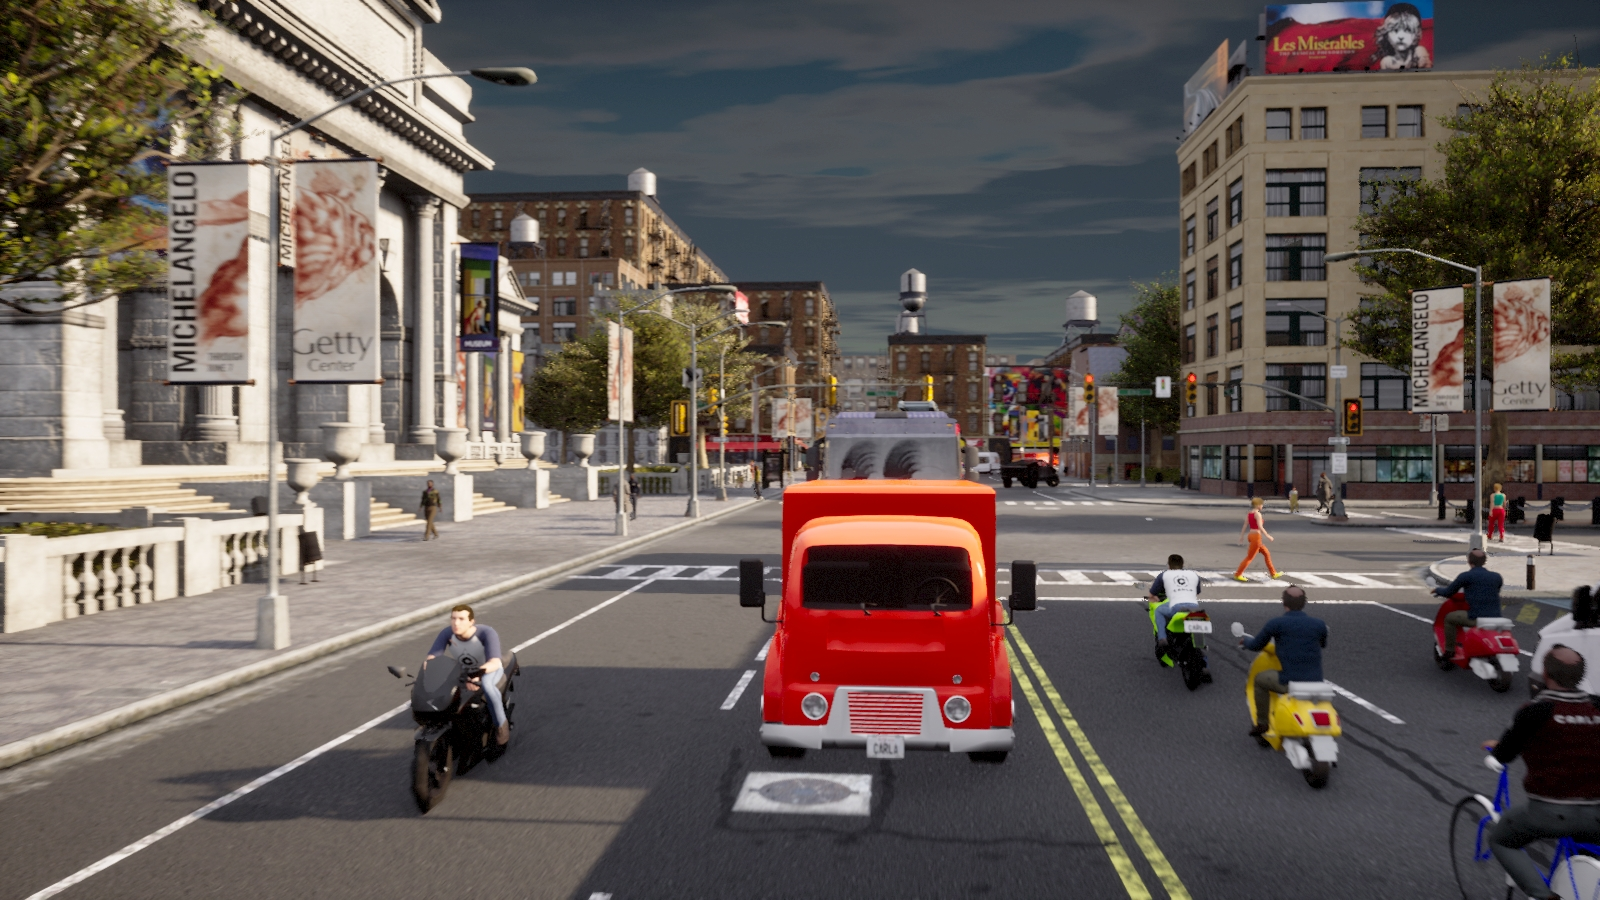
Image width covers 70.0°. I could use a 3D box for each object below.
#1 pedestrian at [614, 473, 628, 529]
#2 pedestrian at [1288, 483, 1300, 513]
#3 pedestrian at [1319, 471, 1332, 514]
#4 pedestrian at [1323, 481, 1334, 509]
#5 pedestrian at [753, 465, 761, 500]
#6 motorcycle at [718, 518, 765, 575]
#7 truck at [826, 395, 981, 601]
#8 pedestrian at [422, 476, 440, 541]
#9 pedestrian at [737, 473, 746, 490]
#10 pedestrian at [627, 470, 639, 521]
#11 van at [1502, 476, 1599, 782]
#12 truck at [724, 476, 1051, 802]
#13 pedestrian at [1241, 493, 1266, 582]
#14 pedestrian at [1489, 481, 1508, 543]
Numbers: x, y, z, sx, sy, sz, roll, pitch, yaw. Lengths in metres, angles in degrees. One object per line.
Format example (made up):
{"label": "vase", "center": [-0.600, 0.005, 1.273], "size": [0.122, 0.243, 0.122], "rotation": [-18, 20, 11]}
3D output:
{"label": "pedestrian", "center": [-5.975, 1.693, 38.102], "size": [0.375, 1.860, 0.375], "rotation": [0, 0, 10]}
{"label": "pedestrian", "center": [21.986, 2.138, 50.869], "size": [0.375, 1.300, 0.375], "rotation": [0, 0, 5]}
{"label": "pedestrian", "center": [23.106, 1.858, 50.245], "size": [0.375, 1.860, 0.375], "rotation": [0, 0, -5]}
{"label": "pedestrian", "center": [24.919, 2.139, 53.916], "size": [0.375, 1.300, 0.375], "rotation": [0, 0, 6]}
{"label": "pedestrian", "center": [-2.278, 1.712, 60.703], "size": [0.375, 1.860, 0.375], "rotation": [0, 0, -15]}
{"label": "motorcycle", "center": [-1.337, 2.213, 26.416], "size": [0.803, 1.145, 2.033], "rotation": [0, 0, 5]}
{"label": "truck", "center": [2.473, 0.891, 25.651], "size": [2.891, 3.827, 8.468], "rotation": [0, 0, 7]}
{"label": "pedestrian", "center": [-10.661, 1.691, 32.995], "size": [0.375, 1.860, 0.375], "rotation": [0, 0, 5]}
{"label": "pedestrian", "center": [-3.865, 2.074, 75.720], "size": [0.500, 1.100, 0.500], "rotation": [0, 0, 10]}
{"label": "pedestrian", "center": [-6.233, 1.693, 42.574], "size": [0.375, 1.860, 0.375], "rotation": [0, 0, 3]}
{"label": "van", "center": [7.660, 1.537, 8.201], "size": [1.988, 2.561, 5.915], "rotation": [0, 0, 5]}
{"label": "truck", "center": [0.915, 1.568, 11.807], "size": [2.627, 2.467, 5.204], "rotation": [0, 0, 5]}
{"label": "pedestrian", "center": [9.627, 1.852, 24.272], "size": [0.375, 1.860, 0.375], "rotation": [0, 0, -3]}
{"label": "pedestrian", "center": [21.041, 1.856, 34.430], "size": [0.375, 1.860, 0.375], "rotation": [0, 0, 11]}
